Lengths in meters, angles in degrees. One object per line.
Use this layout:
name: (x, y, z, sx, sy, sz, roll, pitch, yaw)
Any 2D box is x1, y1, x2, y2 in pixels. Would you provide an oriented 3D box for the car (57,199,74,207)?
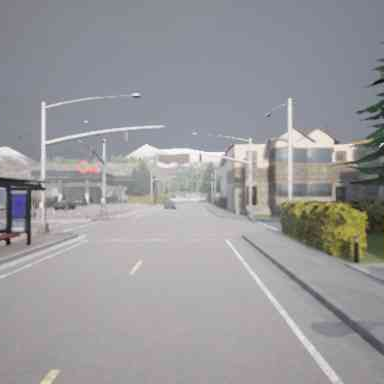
car: (-25.965, 2.297, 68.311, 1.970, 1.475, 3.806, 0, -1, 0)

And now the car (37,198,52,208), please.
car: (-25.902, 1.941, 59.836, 1.932, 1.855, 4.605, 0, -1, 0)

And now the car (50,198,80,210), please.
car: (-18.932, 2.033, 49.843, 2.007, 1.523, 4.514, 0, -1, 0)

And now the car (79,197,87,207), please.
car: (-22.639, 2.007, 67.713, 1.905, 1.878, 3.866, 0, -1, 0)

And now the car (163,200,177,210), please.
car: (-3.510, 2.151, 53.625, 1.837, 1.490, 4.892, 0, 1, 0)
